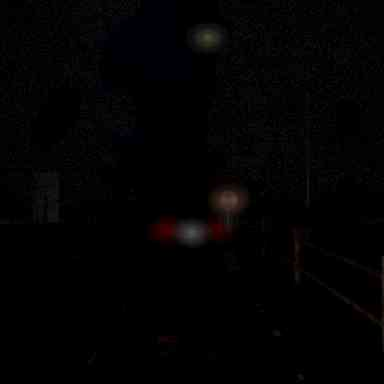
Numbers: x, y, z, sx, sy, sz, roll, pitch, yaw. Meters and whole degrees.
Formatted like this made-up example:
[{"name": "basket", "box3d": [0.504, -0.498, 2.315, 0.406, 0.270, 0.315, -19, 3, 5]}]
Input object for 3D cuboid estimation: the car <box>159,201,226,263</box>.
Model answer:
[{"name": "car", "box3d": [0.013, 1.346, 12.607, 2.150, 2.045, 5.566, 0, 0, 0]}]
